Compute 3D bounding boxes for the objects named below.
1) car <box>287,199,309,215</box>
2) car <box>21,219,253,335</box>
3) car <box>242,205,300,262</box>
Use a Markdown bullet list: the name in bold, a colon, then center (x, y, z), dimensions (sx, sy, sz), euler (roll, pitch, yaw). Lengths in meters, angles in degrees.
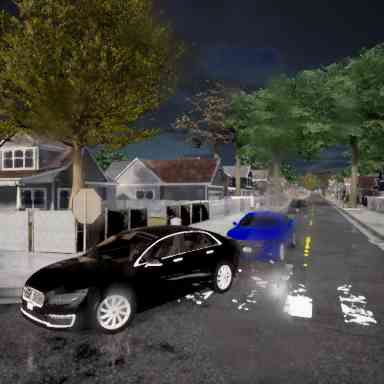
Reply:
- **car**: center (10.994, 1.511, 34.412), dimensions (1.837, 1.490, 4.892), euler (0, 0, 20)
- **car**: center (-0.881, 1.507, 6.946), dimensions (1.837, 1.490, 4.892), euler (0, 0, 42)
- **car**: center (2.701, 1.478, 12.488), dimensions (1.882, 1.535, 5.008), euler (0, 0, 24)
